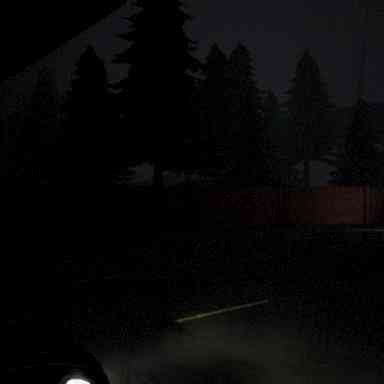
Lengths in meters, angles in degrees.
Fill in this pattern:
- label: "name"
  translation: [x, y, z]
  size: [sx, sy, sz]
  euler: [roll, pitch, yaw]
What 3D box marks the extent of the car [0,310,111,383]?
- label: "car"
  translation: [-2.648, 1.358, 1.654]
  size: [4.553, 1.767, 2.097]
  euler: [0, 0, -37]
